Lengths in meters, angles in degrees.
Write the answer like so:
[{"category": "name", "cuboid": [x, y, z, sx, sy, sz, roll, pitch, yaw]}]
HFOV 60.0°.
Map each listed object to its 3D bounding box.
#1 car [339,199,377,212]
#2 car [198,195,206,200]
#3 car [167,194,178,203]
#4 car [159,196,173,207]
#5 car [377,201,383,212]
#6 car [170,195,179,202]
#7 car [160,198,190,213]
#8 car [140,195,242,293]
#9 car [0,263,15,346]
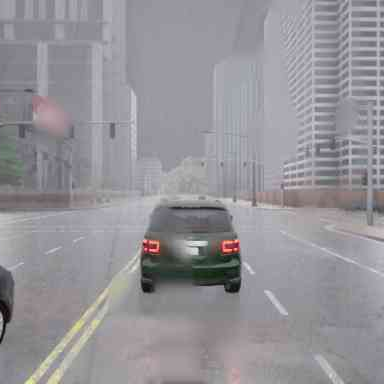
[{"category": "car", "cuboid": [19.460, 1.547, 37.372, 5.357, 1.411, 2.033, 0, 0, -1]}, {"category": "car", "cuboid": [2.724, 1.500, 90.613, 1.837, 1.490, 4.892, 0, 0, 0]}, {"category": "car", "cuboid": [-4.092, 1.352, 69.441, 2.097, 1.767, 4.553, 0, 0, 0]}, {"category": "car", "cuboid": [-4.042, 1.477, 53.119, 1.882, 1.535, 5.008, 0, 0, 0]}, {"category": "car", "cuboid": [22.129, 1.477, 33.907, 5.008, 1.535, 1.882, 0, 0, -1]}, {"category": "car", "cuboid": [-4.192, 1.535, 80.920, 2.033, 1.411, 5.357, 0, 0, 0]}, {"category": "car", "cuboid": [-2.055, 1.477, 38.182, 1.882, 1.535, 5.008, -1, 0, -22]}, {"category": "car", "cuboid": [-0.022, 1.221, 9.003, 2.150, 2.045, 5.566, 0, 0, 0]}, {"category": "car", "cuboid": [-3.616, 1.504, 3.179, 1.837, 1.490, 4.892, 0, 0, -1]}]
